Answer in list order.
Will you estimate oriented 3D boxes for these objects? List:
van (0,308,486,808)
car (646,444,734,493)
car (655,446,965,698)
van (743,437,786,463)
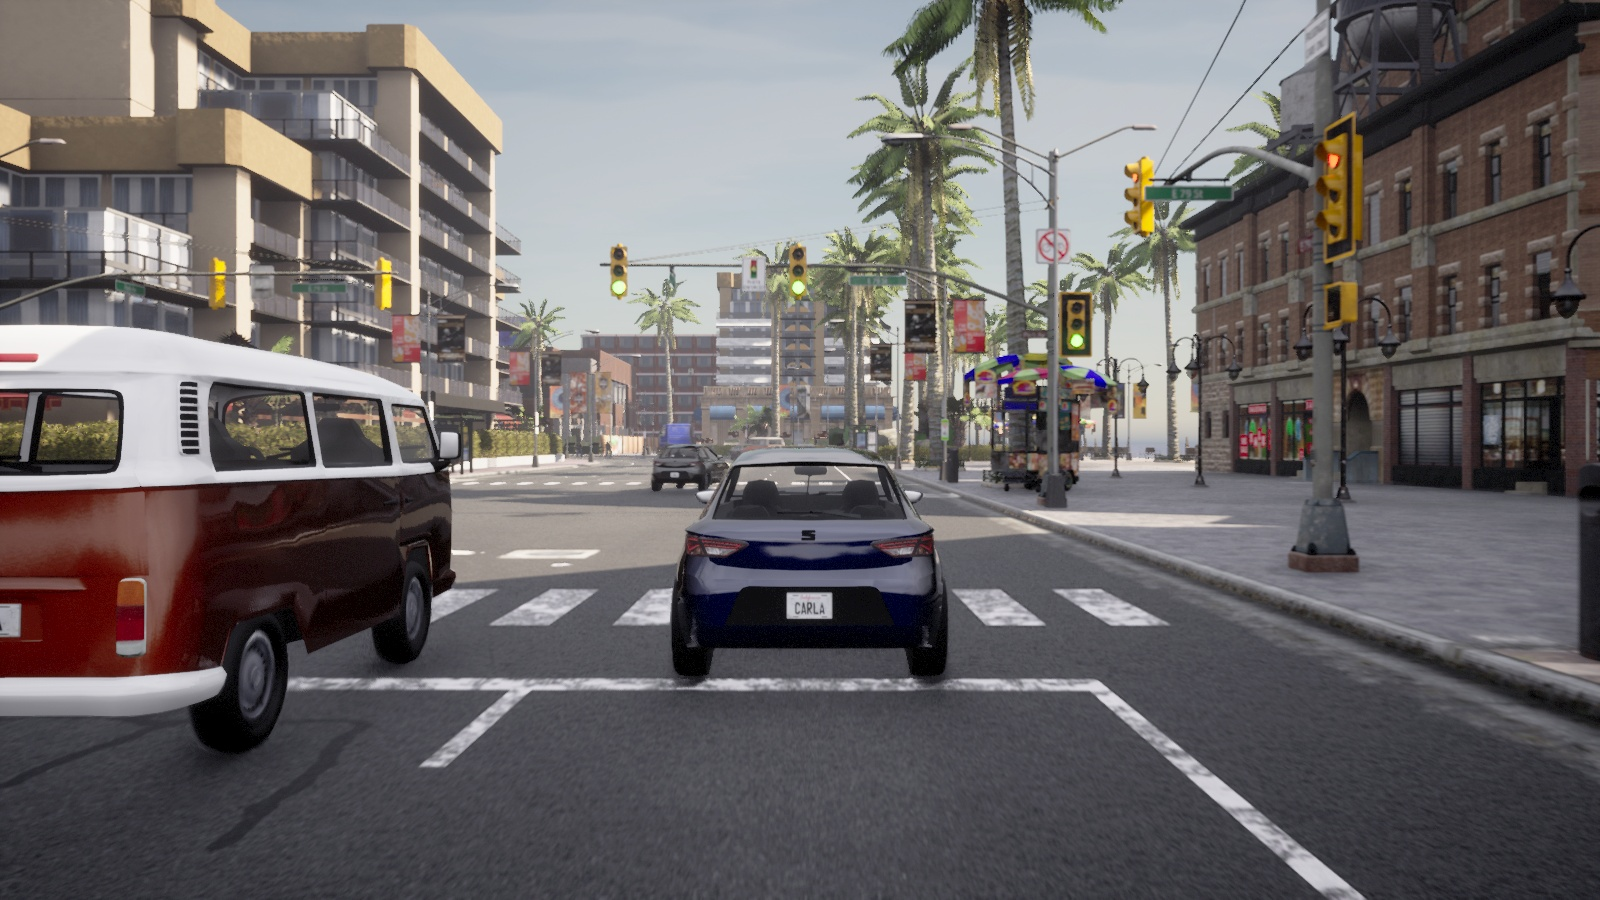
[{"bbox_3d":[-3.441,0.428,7.365,2.069,2.038,4.480,0,0,0],"label":"van"},{"bbox_3d":[-3.464,0.544,40.453,1.816,1.474,4.193,0,0,10],"label":"car"},{"bbox_3d":[0.069,0.710,9.475,1.816,1.474,4.193,0,0,0],"label":"car"},{"bbox_3d":[-2.771,-0.017,97.524,1.775,1.987,4.442,0,0,-24],"label":"van"}]
